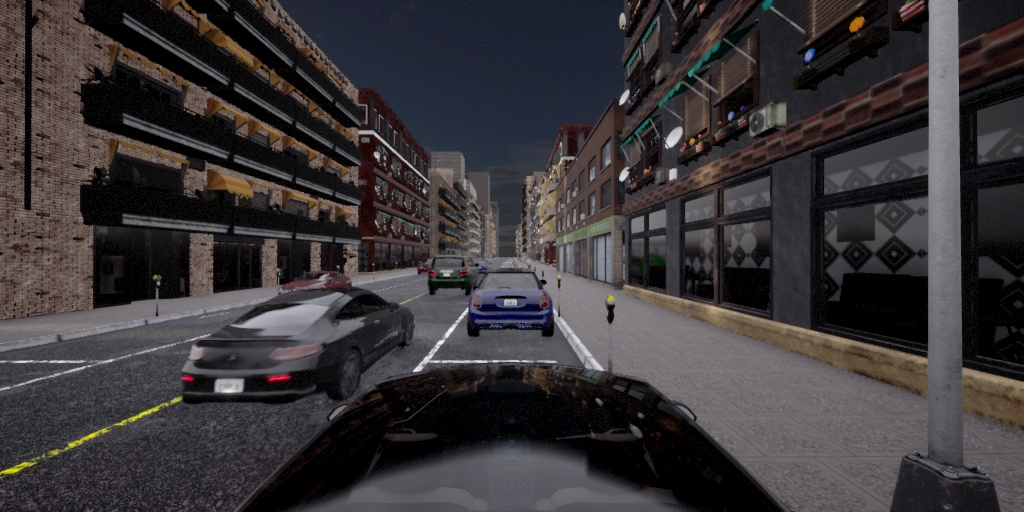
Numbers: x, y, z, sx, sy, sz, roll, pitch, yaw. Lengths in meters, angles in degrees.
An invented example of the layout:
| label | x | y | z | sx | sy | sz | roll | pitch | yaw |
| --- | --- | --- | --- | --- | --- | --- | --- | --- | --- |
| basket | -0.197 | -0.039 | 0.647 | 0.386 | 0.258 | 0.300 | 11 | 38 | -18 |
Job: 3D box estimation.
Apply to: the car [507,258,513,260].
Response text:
| label | x | y | z | sx | sy | sz | roll | pitch | yaw |
| --- | --- | --- | --- | --- | --- | --- | --- | --- | --- |
| car | -0.456 | 1.275 | 39.173 | 1.751 | 1.417 | 4.829 | 0 | 0 | 0 |

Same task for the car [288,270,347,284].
| label | x | y | z | sx | sy | sz | roll | pitch | yaw |
| --- | --- | --- | --- | --- | --- | --- | --- | --- | --- |
| car | -8.837 | 1.333 | 16.462 | 1.802 | 1.307 | 4.207 | 0 | 0 | 0 |

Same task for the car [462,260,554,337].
| label | x | y | z | sx | sy | sz | roll | pitch | yaw |
| --- | --- | --- | --- | --- | --- | --- | --- | --- | --- |
| car | -0.032 | 1.103 | 10.469 | 2.097 | 1.767 | 4.553 | 0 | 0 | 0 |

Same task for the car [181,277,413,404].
| label | x | y | z | sx | sy | sz | roll | pitch | yaw |
| --- | --- | --- | --- | --- | --- | --- | --- | --- | --- |
| car | -3.144 | 1.276 | 6.289 | 1.812 | 1.442 | 4.674 | 0 | 0 | 0 |

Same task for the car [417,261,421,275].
| label | x | y | z | sx | sy | sz | roll | pitch | yaw |
| --- | --- | --- | --- | --- | --- | --- | --- | --- | --- |
| car | -8.837 | 1.064 | 39.007 | 2.192 | 1.841 | 5.009 | 0 | 0 | 0 |

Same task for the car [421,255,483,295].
| label | x | y | z | sx | sy | sz | roll | pitch | yaw |
| --- | --- | --- | --- | --- | --- | --- | --- | --- | --- |
| car | -3.116 | 0.974 | 19.942 | 2.150 | 2.045 | 5.566 | 0 | 0 | 0 |
